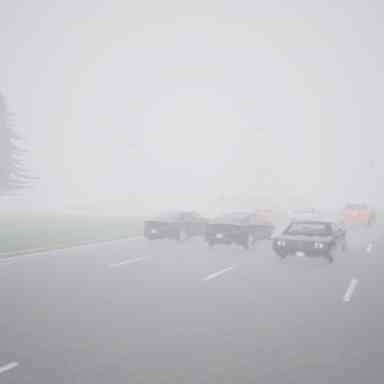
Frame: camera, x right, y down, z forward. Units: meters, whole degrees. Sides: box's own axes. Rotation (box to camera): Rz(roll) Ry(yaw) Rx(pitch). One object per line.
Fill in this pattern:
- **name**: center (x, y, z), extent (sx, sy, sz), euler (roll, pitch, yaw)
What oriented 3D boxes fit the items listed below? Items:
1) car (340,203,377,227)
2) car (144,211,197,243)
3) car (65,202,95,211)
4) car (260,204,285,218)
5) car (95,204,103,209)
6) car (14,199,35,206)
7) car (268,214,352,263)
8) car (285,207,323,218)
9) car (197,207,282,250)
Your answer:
- **car**: center (12.985, 1.629, 25.840), extent (2.097, 1.767, 4.553), euler (-1, -1, 35)
- **car**: center (-0.461, 1.726, 17.686), extent (1.882, 1.535, 5.008), euler (-1, -1, 32)
- **car**: center (-19.457, 2.500, 56.858), extent (4.718, 1.301, 1.895), euler (-1, -1, 31)
- **car**: center (7.368, 1.857, 30.765), extent (1.882, 1.535, 5.008), euler (-1, 0, 30)
- **car**: center (-18.462, 2.542, 60.371), extent (4.718, 1.301, 1.895), euler (-1, -1, 31)
- **car**: center (-32.733, 2.060, 64.926), extent (4.553, 1.767, 2.097), euler (-1, -1, 31)
- **car**: center (4.698, 1.750, 12.722), extent (1.895, 1.301, 4.718), euler (-1, -1, 32)
- **car**: center (9.461, 1.920, 27.298), extent (1.895, 1.301, 4.718), euler (-1, -1, 32)
- **car**: center (2.424, 1.682, 15.699), extent (1.882, 1.535, 5.008), euler (-1, -1, 32)
